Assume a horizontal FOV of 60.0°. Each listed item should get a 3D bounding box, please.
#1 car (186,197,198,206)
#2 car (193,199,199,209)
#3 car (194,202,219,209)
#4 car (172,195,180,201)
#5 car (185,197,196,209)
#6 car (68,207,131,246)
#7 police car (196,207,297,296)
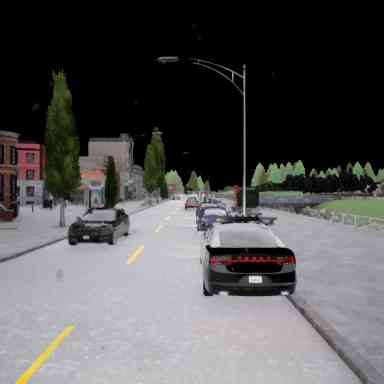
[{"bbox_3d":[0.004,1.547,56.870,2.033,1.411,5.357,0,0,0],"label":"car"},{"bbox_3d":[1.201,1.505,24.660,1.837,1.490,4.892,0,0,0],"label":"car"},{"bbox_3d":[1.202,1.526,18.660,1.812,1.442,4.674,0,0,0],"label":"car"},{"bbox_3d":[-3.994,1.492,84.257,2.128,1.511,4.902,0,0,0],"label":"car"},{"bbox_3d":[0.033,1.564,44.569,1.994,1.385,4.181,0,0,0],"label":"car"},{"bbox_3d":[-4.099,1.477,15.380,1.882,1.535,5.008,0,0,0],"label":"car"},{"bbox_3d":[1.183,1.425,8.773,1.930,1.638,5.238,0,0,0],"label":"police car"}]
